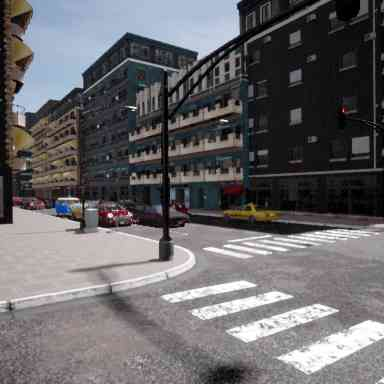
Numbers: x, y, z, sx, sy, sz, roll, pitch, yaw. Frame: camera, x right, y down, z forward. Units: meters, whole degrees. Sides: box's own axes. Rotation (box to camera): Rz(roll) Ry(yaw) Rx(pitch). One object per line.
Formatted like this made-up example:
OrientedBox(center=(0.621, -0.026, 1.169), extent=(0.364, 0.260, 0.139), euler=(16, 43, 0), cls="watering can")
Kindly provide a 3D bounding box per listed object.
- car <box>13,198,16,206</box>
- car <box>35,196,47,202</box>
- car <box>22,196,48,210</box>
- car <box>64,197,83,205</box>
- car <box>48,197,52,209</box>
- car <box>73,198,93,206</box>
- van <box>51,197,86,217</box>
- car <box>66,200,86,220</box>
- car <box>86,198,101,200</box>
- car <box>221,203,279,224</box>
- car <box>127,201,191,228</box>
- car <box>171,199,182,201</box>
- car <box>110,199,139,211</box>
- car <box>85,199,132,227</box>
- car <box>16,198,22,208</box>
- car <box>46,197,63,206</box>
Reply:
OrientedBox(center=(-31.591, 1.783, 59.957), extent=(1.887, 1.381, 4.507), euler=(-1, 1, -36), cls="car")
OrientedBox(center=(-37.654, 1.729, 82.837), extent=(1.887, 1.381, 4.507), euler=(-1, 1, -36), cls="car")
OrientedBox(center=(-21.934, 1.628, 46.452), extent=(1.967, 1.590, 4.097), euler=(-1, 1, -36), cls="car")
OrientedBox(center=(-21.556, 1.646, 60.330), extent=(2.008, 1.369, 4.403), euler=(-1, 1, -36), cls="car")
OrientedBox(center=(-20.505, 1.569, 49.079), extent=(1.837, 1.490, 4.892), euler=(-1, 0, -36), cls="car")
OrientedBox(center=(-18.336, 1.644, 55.828), extent=(1.947, 1.339, 4.313), euler=(-1, 1, -36), cls="car")
OrientedBox(center=(-12.276, 1.483, 32.947), extent=(1.690, 1.788, 3.998), euler=(-1, 1, -36), cls="van")
OrientedBox(center=(-8.954, 1.652, 28.309), extent=(1.752, 1.417, 4.829), euler=(-1, 1, -36), cls="car")
OrientedBox(center=(-10.664, 1.653, 35.163), extent=(2.033, 1.411, 5.357), euler=(-1, 0, -35), cls="car")
OrientedBox(center=(4.103, 1.498, 24.458), extent=(1.752, 1.417, 4.829), euler=(-1, 1, -36), cls="car")
OrientedBox(center=(-2.295, 1.615, 23.452), extent=(2.033, 1.411, 5.357), euler=(-1, 0, -36), cls="car")
OrientedBox(center=(-2.239, 1.441, 33.321), extent=(1.967, 1.590, 4.097), euler=(-1, 1, -36), cls="car")
OrientedBox(center=(-8.677, 1.582, 42.324), extent=(2.008, 1.369, 4.403), euler=(-1, 1, -36), cls="car")
OrientedBox(center=(-5.835, 1.553, 23.946), extent=(1.967, 1.590, 4.097), euler=(-1, 1, -36), cls="car")
OrientedBox(center=(-25.151, 1.770, 50.954), extent=(1.947, 1.339, 4.313), euler=(-1, 1, -36), cls="car")
OrientedBox(center=(-25.360, 1.648, 61.197), extent=(1.837, 1.490, 4.892), euler=(-1, 0, -36), cls="car")
